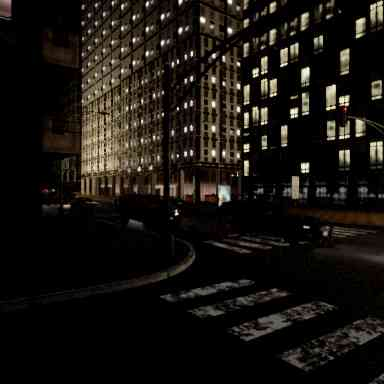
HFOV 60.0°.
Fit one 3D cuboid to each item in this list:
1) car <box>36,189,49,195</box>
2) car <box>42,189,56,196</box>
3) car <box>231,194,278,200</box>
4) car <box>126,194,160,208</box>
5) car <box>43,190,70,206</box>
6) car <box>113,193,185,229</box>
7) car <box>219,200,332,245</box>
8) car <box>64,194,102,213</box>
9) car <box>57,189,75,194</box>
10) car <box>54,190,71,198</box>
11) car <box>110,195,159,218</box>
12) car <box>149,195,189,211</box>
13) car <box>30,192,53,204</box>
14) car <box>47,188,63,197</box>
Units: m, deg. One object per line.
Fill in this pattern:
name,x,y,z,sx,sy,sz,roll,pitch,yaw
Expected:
car,-35.038,-0.010,78.107,1.887,1.381,4.507,1,0,-36
car,-31.770,0.097,73.625,1.887,1.381,4.507,1,0,-36
car,4.178,1.027,24.315,2.192,1.841,5.009,1,0,-36
car,-5.631,0.966,37.764,1.947,1.339,4.313,1,0,-36
car,-15.631,0.827,37.257,2.008,1.369,4.403,2,0,-36
car,-2.557,1.008,19.330,2.192,1.841,5.009,2,0,-36
car,3.787,1.325,14.992,2.128,1.511,4.902,0,1,-36
car,-9.098,1.067,28.294,1.802,1.307,4.206,2,0,-36
car,-15.101,0.757,40.943,1.812,1.442,4.674,0,1,-36
car,-25.236,0.310,64.660,1.887,1.381,4.507,1,0,-36
car,-4.719,1.069,26.660,1.837,1.490,4.892,0,1,-36
car,-2.363,1.070,33.281,1.947,1.339,4.313,1,0,-36
car,-18.898,0.753,41.738,1.802,1.307,4.206,2,0,-36
car,-28.500,0.099,69.141,1.967,1.590,4.097,1,0,-36
